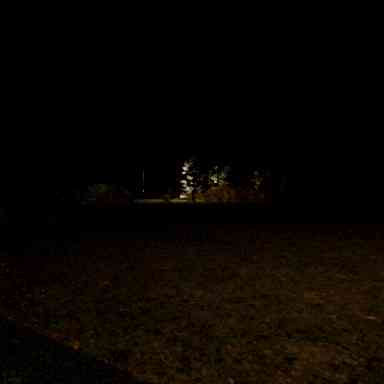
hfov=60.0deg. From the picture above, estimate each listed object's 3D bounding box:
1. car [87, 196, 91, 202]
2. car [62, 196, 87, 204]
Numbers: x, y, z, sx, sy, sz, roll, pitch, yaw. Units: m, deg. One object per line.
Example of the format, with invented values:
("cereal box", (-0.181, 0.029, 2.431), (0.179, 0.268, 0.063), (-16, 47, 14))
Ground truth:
("car", (-24.734, 1.672, 79.299), (1.812, 1.442, 4.674), (0, 0, 34))
("car", (-24.208, 1.690, 67.491), (1.994, 1.385, 4.181), (0, 0, 34))
